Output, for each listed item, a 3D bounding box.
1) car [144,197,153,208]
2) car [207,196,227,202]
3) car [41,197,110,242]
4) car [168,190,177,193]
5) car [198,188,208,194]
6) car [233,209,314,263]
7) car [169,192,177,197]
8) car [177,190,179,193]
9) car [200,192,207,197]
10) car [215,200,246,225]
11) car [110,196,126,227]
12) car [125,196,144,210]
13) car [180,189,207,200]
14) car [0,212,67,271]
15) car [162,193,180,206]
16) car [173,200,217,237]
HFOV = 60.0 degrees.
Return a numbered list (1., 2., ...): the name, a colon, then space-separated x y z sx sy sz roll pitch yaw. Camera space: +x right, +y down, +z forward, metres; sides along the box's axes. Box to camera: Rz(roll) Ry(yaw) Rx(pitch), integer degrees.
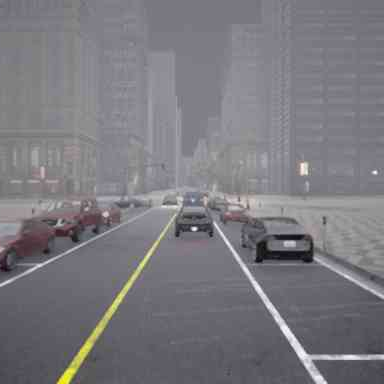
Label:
1. car: -5.731 1.265 40.471 1.802 1.307 4.206 0 1 0
2. car: 2.789 1.318 33.094 1.947 1.339 4.313 0 1 0
3. car: -5.750 1.209 15.839 2.192 1.841 5.009 0 0 0
4. car: -5.442 0.734 83.835 1.887 1.381 4.507 0 1 0
5. car: 3.084 0.505 83.773 2.192 1.841 5.009 0 1 0
6. car: 2.772 1.489 11.494 1.947 1.339 4.313 0 0 0
7. car: -5.364 0.593 94.914 1.887 1.381 4.507 0 1 0
8. car: -5.403 0.670 89.374 2.008 1.369 4.403 0 1 0
9. car: 3.122 0.664 89.316 1.887 1.381 4.507 0 1 0
10. car: 2.781 1.426 22.293 1.802 1.307 4.206 0 0 0
11. car: -5.745 1.294 21.141 1.967 1.590 4.097 0 0 0
12. car: -7.473 1.127 34.546 4.403 1.369 2.008 -1 1 -9
13. car: 0.124 0.958 34.708 2.150 2.045 5.566 0 1 0
14. car: -5.754 1.513 10.540 1.802 1.307 4.206 0 0 0
15. car: -2.977 1.191 46.105 1.994 1.385 4.181 0 0 0
16. car: 0.112 1.387 17.414 1.837 1.490 4.892 0 1 0
